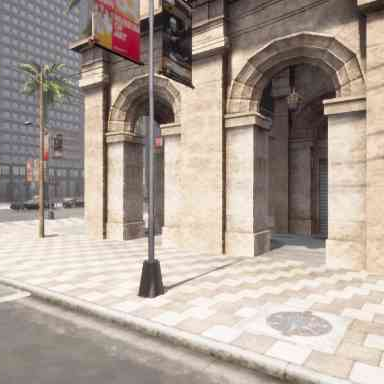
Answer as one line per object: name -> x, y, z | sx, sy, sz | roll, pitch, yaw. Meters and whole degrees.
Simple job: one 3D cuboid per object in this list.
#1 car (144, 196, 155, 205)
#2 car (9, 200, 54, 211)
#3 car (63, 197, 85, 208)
car -> -6.277, 1.506, 57.752 | 1.837, 1.490, 4.892 | 0, 0, 36
car -> -19.155, 1.601, 39.857 | 1.895, 1.301, 4.718 | 0, 0, 36
car -> -16.562, 1.513, 48.769 | 2.161, 1.482, 4.786 | 0, 0, 35
